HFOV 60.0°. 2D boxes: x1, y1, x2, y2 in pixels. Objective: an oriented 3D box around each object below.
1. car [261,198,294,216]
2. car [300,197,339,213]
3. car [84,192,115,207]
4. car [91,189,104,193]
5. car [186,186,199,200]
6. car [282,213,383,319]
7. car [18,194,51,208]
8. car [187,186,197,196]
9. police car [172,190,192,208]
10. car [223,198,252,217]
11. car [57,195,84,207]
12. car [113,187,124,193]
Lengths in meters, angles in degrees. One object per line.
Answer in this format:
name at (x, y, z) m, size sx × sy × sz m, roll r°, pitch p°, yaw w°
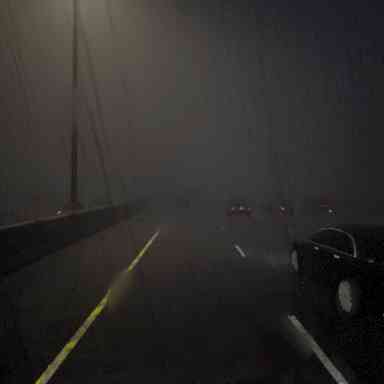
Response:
car at (7.098, 1.221, 27.964) m, size 1.994 × 1.385 × 4.181 m, roll 0°, pitch 1°, yaw 0°
car at (10.598, 1.164, 27.867) m, size 1.837 × 1.490 × 4.892 m, roll 0°, pitch 1°, yaw 0°
car at (-10.596, 1.049, 38.747) m, size 1.895 × 1.301 × 4.718 m, roll 0°, pitch 1°, yaw 0°
car at (-21.006, 0.022, 74.129) m, size 1.882 × 1.535 × 5.008 m, roll 0°, pitch 1°, yaw 0°
car at (-0.002, 0.262, 55.767) m, size 2.150 × 2.045 × 5.566 m, roll 0°, pitch 1°, yaw 0°
car at (3.599, 1.443, 7.215) m, size 1.837 × 1.490 × 4.892 m, roll 0°, pitch 1°, yaw 0°
car at (-17.597, 0.970, 37.330) m, size 2.128 × 1.511 × 4.902 m, roll 0°, pitch 1°, yaw 0°
car at (-0.003, -0.241, 70.771) m, size 2.150 × 2.045 × 5.566 m, roll 0°, pitch 1°, yaw 0°
police car at (-1.228, 0.888, 38.029) m, size 1.930 × 1.638 × 5.238 m, roll 0°, pitch 1°, yaw 0°
car at (3.598, 1.223, 26.846) m, size 2.033 × 1.411 × 5.357 m, roll 0°, pitch 1°, yaw 0°
car at (-14.096, 1.041, 39.152) m, size 1.895 × 1.301 × 4.718 m, roll 0°, pitch 1°, yaw 0°
car at (-17.506, -0.403, 79.414) m, size 2.097 × 1.767 × 4.553 m, roll 0°, pitch 1°, yaw 0°
